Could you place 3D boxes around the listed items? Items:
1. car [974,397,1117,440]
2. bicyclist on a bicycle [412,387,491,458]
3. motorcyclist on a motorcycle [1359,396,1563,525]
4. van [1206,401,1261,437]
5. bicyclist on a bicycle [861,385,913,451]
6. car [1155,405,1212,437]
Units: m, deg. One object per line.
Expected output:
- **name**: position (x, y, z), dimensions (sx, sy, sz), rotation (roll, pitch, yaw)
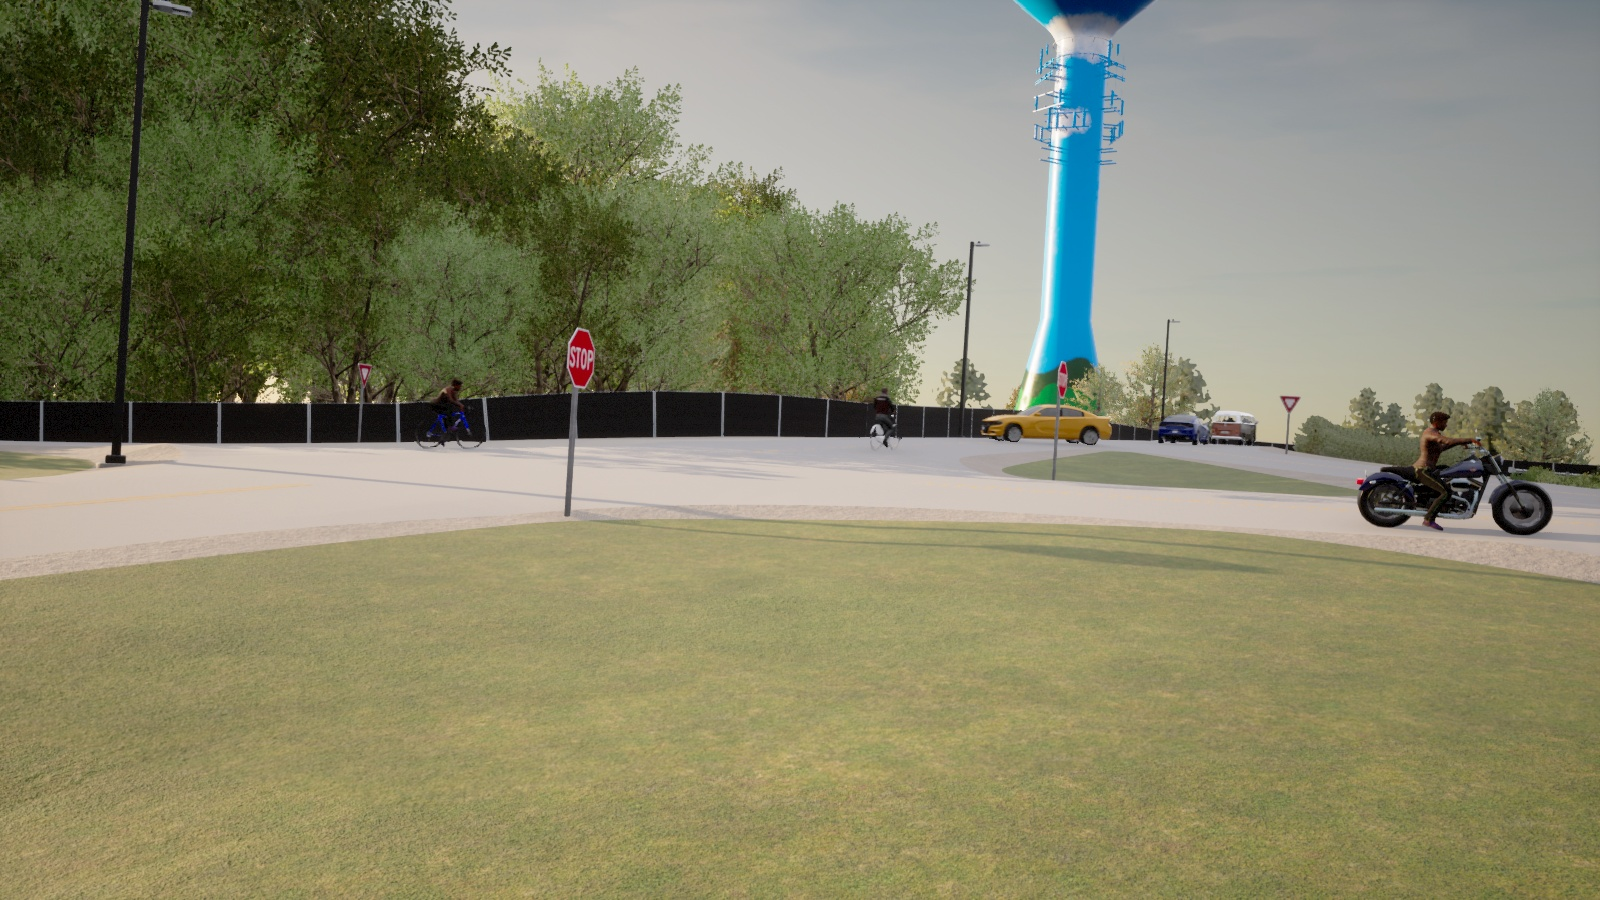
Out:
- **car**: position (9.431, -1.229, 48.389), dimensions (5.008, 1.535, 1.882), rotation (1, 2, -10)
- **bicyclist on a bicycle**: position (-8.090, -0.638, 29.170), dimensions (1.656, 1.620, 0.582), rotation (0, 1, 3)
- **motorcyclist on a motorcycle**: position (8.805, 0.104, 16.864), dimensions (2.350, 1.649, 0.766), rotation (1, 3, 24)
- **van**: position (26.103, -1.860, 75.489), dimensions (2.069, 2.038, 4.480), rotation (2, 2, 32)
- **bicyclist on a bicycle**: position (2.418, -0.898, 34.696), dimensions (0.659, 1.776, 1.843), rotation (2, 3, 30)
- **car**: position (19.724, -1.474, 64.386), dimensions (1.882, 1.535, 5.008), rotation (2, 1, 28)
